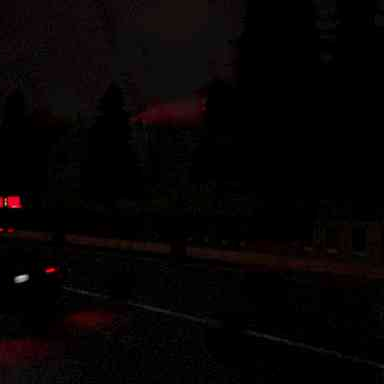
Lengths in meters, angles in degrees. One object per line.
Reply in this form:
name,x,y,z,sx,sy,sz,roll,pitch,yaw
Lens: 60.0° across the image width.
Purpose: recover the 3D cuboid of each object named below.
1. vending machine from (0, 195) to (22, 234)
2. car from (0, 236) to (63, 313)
vending machine,-10.395,1.235,18.788,0.880,2.100,1.100,0,0,25
car,-5.128,1.565,7.053,5.357,1.411,2.033,0,0,30
